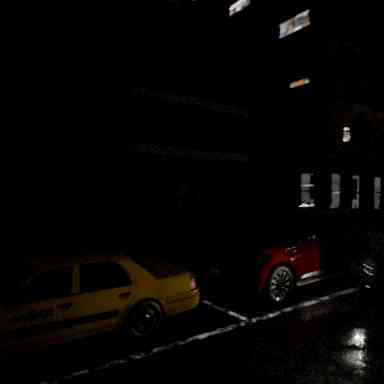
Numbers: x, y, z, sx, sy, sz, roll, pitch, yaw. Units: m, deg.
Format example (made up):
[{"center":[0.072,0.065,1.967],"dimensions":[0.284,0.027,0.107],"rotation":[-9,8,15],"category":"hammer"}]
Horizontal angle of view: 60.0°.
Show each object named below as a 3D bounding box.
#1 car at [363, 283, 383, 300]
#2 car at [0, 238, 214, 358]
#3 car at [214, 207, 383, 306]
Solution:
[{"center":[5.779,1.519,7.496],"dimensions":[5.008,1.535,1.882],"rotation":[0,0,-35],"category":"car"},{"center":[-2.141,1.531,5.017],"dimensions":[4.829,1.417,1.752],"rotation":[0,1,-35],"category":"car"},{"center":[2.536,1.347,8.346],"dimensions":[5.009,1.841,2.192],"rotation":[0,1,-35],"category":"car"}]
